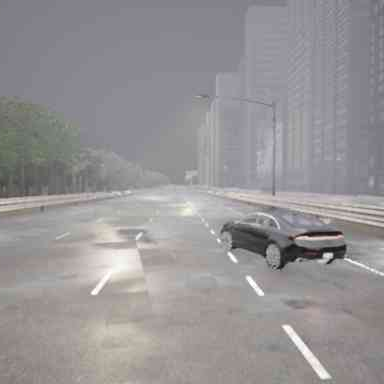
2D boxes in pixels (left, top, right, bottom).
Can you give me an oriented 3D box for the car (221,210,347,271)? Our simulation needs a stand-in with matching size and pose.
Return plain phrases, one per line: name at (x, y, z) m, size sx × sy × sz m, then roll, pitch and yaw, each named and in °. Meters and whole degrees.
car at (2.549, 1.324, 10.525) m, size 2.128 × 1.511 × 4.902 m, roll 1°, pitch 1°, yaw -20°
